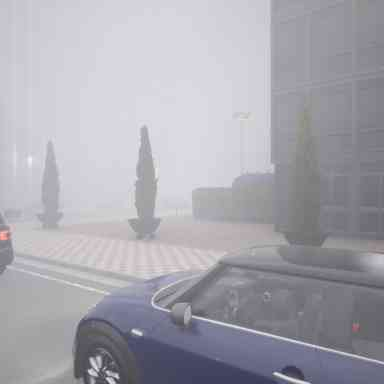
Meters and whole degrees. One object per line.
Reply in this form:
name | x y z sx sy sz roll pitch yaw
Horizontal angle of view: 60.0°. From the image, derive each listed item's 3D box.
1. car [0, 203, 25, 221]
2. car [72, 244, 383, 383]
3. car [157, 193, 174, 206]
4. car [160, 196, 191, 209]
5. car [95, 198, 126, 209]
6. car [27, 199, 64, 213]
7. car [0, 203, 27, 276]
car | -15.880 1.601 25.924 1.895 1.301 4.718 0 0 35
car | 0.827 1.352 3.404 4.553 1.767 2.097 0 0 36
car | -4.982 1.221 54.013 2.150 2.045 5.566 0 0 35
car | -1.894 1.564 45.897 1.994 1.385 4.181 0 0 35
car | -11.073 1.564 45.336 1.994 1.385 4.181 0 0 35
car | -16.776 1.491 37.202 2.128 1.511 4.902 0 0 35
car | -7.033 1.222 8.995 5.566 2.045 2.150 0 0 36
